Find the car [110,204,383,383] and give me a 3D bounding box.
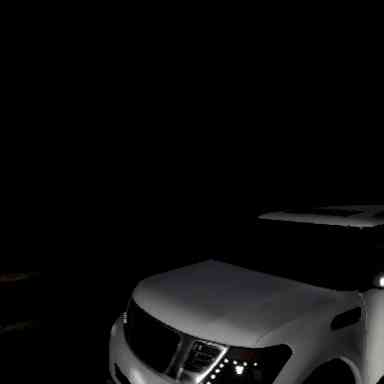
[{"bbox_3d":[1.803,1.222,4.364,5.566,2.045,2.150,0,0,-36],"label":"car"}]
